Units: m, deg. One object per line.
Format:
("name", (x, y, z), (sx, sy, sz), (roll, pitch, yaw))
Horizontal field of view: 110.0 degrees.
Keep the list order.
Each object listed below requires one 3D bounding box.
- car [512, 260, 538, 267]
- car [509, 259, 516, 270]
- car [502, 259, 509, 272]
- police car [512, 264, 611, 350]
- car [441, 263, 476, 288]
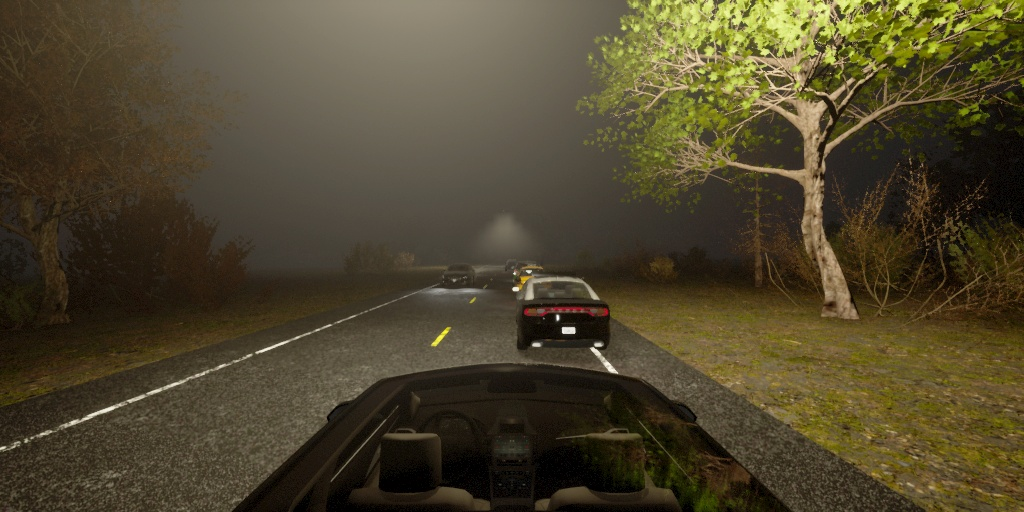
("car", (1.046, 1.210, 19.305), (1.801, 1.575, 5.366), (0, 0, 0))
("car", (1.044, 1.106, 25.084), (2.097, 1.767, 4.553), (0, 0, 0))
("car", (0.018, 1.284, 47.371), (1.812, 1.442, 4.674), (0, 0, 1))
("police car", (1.049, 1.177, 9.222), (1.930, 1.638, 5.238), (0, 0, 0))
("car", (-3.504, 1.260, 24.176), (1.837, 1.490, 4.892), (0, 0, 0))
